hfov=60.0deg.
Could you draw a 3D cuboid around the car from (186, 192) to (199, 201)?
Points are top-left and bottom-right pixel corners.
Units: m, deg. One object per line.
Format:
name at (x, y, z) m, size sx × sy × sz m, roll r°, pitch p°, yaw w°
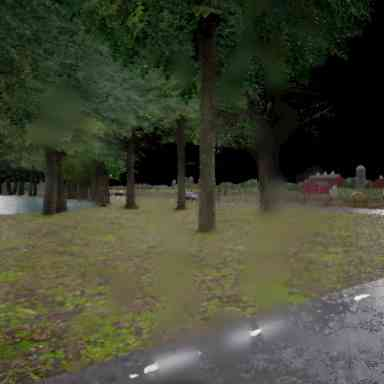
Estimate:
car at (-0.152, 0.829, 63.129) m, size 2.097 × 1.767 × 4.553 m, roll -1°, pitch 1°, yaw -36°
